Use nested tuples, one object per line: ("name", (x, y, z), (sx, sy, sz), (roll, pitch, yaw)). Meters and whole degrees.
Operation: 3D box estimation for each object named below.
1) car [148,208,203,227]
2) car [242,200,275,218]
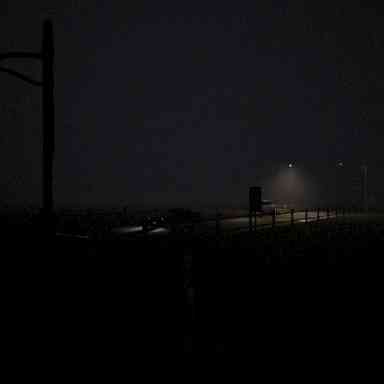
("car", (-1.249, 1.991, 27.067), (2.033, 1.411, 5.357), (0, -1, 36))
("car", (8.018, 1.970, 39.761), (2.150, 2.045, 5.566), (0, -1, 36))
